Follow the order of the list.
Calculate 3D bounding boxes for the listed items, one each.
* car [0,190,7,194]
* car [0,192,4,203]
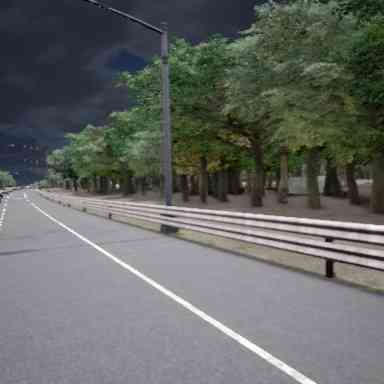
[{"bbox_3d":[-42.925,0.590,74.006,1.882,1.535,5.008,-2,2,-28],"label":"car"},{"bbox_3d":[-32.778,1.205,55.221,1.994,1.385,4.181,-2,2,-29],"label":"car"}]
